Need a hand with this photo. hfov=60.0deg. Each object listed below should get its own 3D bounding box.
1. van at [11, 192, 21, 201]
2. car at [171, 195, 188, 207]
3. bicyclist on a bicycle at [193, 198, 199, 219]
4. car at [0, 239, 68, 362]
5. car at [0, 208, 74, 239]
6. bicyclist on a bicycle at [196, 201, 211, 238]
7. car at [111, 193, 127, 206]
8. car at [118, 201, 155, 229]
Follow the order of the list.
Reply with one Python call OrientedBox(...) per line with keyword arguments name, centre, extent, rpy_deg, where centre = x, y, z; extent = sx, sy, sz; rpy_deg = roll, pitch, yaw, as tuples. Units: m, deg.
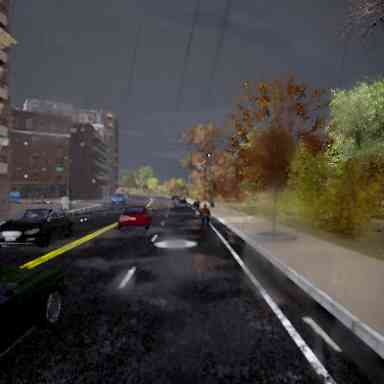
OrientedBox(name="van", centre=(-33.807, 0.851, 61.466), extent=(3.998, 1.788, 1.690), rpy_deg=(1, -1, -34))
OrientedBox(name="car", centre=(-1.654, 1.414, 48.496), extent=(2.128, 1.511, 4.902), rpy_deg=(0, 0, -4))
OrientedBox(name="bicyclist on a bicycle", centre=(0.362, 1.328, 26.559), extent=(0.659, 1.776, 1.843), rpy_deg=(0, 0, -2))
OrientedBox(name="car", centre=(-3.174, 1.599, 3.968), extent=(1.895, 1.301, 4.718), rpy_deg=(0, 0, 0))
OrientedBox(name="car", centre=(-6.774, 1.479, 14.777), extent=(2.128, 1.511, 4.902), rpy_deg=(0, 0, -1))
OrientedBox(name="bicyclist on a bicycle", centre=(0.675, 1.426, 16.625), extent=(0.582, 1.620, 1.656), rpy_deg=(0, 0, -1))
OrientedBox(name="car", centre=(-11.959, 1.189, 54.667), extent=(2.150, 2.045, 5.566), rpy_deg=(0, 0, -8))
OrientedBox(name="car", centre=(-3.512, 1.536, 21.501), extent=(1.994, 1.385, 4.181), rpy_deg=(0, 0, -2))
